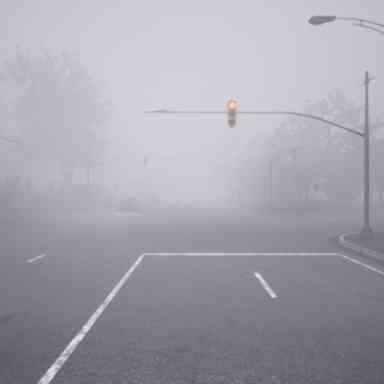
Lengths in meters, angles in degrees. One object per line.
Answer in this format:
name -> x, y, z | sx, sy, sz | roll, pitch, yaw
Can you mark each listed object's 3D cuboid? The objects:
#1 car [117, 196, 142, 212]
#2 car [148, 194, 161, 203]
car -> -6.947, 1.290, 37.190 | 2.097, 1.767, 4.553 | 0, 0, 0
car -> -6.984, 1.175, 62.734 | 2.097, 1.767, 4.553 | 0, 0, -1
